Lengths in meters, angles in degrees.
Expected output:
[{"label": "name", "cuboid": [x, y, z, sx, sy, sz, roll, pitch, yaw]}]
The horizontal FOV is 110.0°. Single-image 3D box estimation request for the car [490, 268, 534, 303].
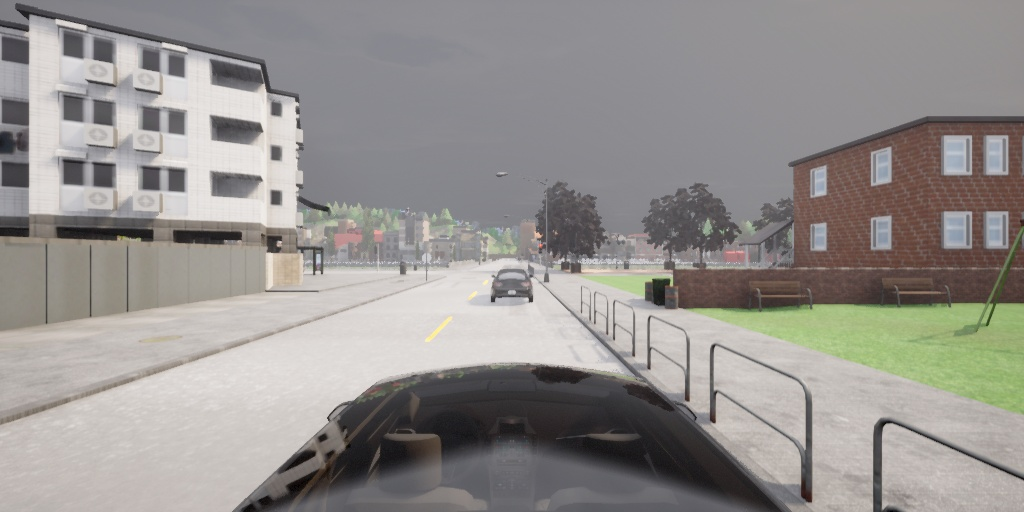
[{"label": "car", "cuboid": [0.000, 1.280, 16.500, 1.812, 1.442, 4.674, 0, 0, 0]}]
